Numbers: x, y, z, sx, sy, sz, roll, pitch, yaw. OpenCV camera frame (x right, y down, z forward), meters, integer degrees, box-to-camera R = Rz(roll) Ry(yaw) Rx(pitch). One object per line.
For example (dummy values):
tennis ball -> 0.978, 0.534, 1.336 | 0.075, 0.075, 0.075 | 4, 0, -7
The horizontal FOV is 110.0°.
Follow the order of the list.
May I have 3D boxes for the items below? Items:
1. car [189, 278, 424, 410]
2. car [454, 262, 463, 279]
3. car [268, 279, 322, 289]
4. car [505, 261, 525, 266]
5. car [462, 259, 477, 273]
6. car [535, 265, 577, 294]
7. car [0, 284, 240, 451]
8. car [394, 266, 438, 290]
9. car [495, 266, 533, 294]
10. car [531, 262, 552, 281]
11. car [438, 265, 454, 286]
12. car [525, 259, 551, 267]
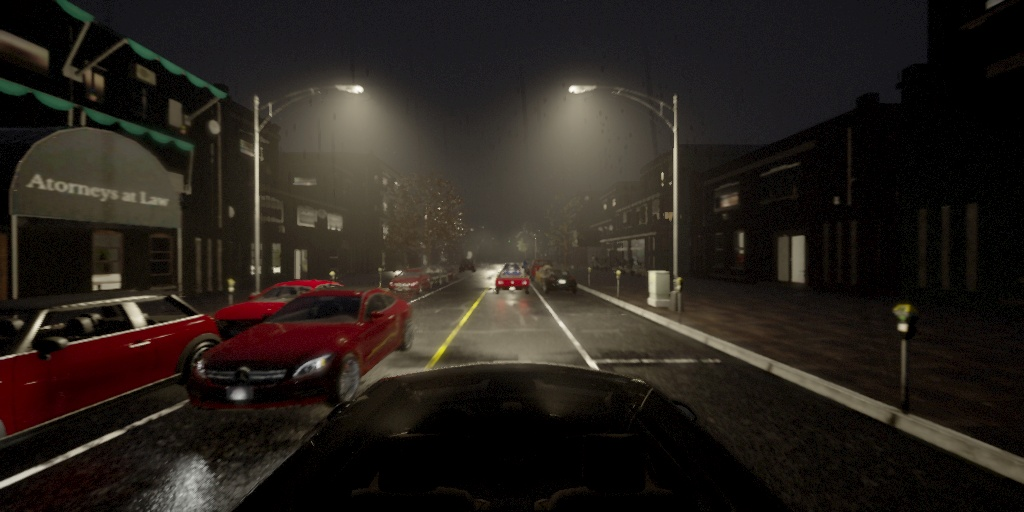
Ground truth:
car -> -3.101, 1.307, 6.386 | 1.812, 1.442, 4.674 | 0, 0, 0
car -> -5.789, 1.486, 31.850 | 1.802, 1.307, 4.207 | 0, 0, 0
car -> -5.710, 1.350, 9.656 | 1.888, 1.381, 4.507 | 0, 0, 0
car -> -0.049, 1.446, 35.167 | 2.033, 1.411, 5.357 | 0, 0, 0
car -> -5.848, 1.292, 48.494 | 2.192, 1.841, 5.009 | 0, 0, 0
car -> 2.631, 1.391, 20.785 | 1.948, 1.339, 4.313 | 0, 0, 0
car -> -5.691, 1.220, 4.108 | 1.967, 1.591, 4.097 | 0, 0, 0
car -> -5.750, 1.437, 20.752 | 1.802, 1.307, 4.207 | 0, 0, 0
car -> 0.021, 1.437, 20.991 | 1.895, 1.301, 4.718 | 0, 0, 0
car -> 2.612, 1.376, 26.502 | 1.751, 1.417, 4.829 | 0, 0, 0
car -> -5.770, 1.430, 26.301 | 2.007, 1.370, 4.403 | 0, 0, 0
car -> 2.592, 1.190, 31.881 | 2.192, 1.841, 5.009 | 0, 0, 0
